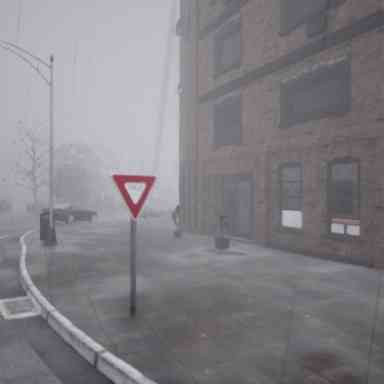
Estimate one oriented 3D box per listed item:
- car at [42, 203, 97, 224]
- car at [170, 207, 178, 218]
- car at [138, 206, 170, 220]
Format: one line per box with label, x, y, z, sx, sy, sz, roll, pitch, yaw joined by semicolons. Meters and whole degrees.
car;-9.037;1.596;25.049;1.882;1.535;5.008;0;-3;15
car;-3.156;2.971;48.110;1.882;1.535;5.008;0;-3;26
car;-4.796;2.336;36.587;2.128;1.511;4.902;0;-3;23
